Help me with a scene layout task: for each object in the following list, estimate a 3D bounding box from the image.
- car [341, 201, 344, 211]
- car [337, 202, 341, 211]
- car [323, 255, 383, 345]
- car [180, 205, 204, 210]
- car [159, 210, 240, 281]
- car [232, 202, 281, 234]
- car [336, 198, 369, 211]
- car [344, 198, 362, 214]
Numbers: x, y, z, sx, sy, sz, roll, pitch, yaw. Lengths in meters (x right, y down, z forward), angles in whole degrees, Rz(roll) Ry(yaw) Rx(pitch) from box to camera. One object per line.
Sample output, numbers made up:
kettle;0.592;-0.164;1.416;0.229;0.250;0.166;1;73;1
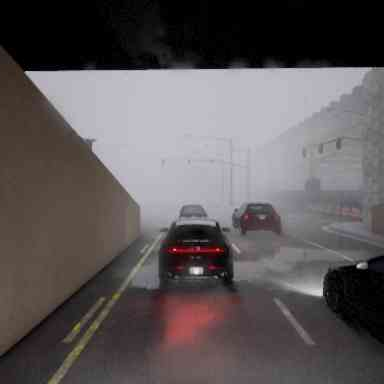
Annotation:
car;17.455;1.452;31.814;2.038;1.542;4.974;0;0;-35
car;17.563;1.451;36.421;4.974;1.542;2.038;0;0;-45
car;3.586;1.564;4.942;1.994;1.385;4.181;0;0;0
car;-0.001;1.547;22.016;2.033;1.411;5.357;0;0;-3
car;0.100;1.505;9.857;1.837;1.490;4.892;0;0;0
car;3.581;1.352;19.167;2.097;1.767;4.553;0;0;0
car;17.599;1.294;36.458;4.536;1.218;1.853;0;0;-45
car;17.485;1.294;31.772;1.853;1.218;4.536;0;0;-35
